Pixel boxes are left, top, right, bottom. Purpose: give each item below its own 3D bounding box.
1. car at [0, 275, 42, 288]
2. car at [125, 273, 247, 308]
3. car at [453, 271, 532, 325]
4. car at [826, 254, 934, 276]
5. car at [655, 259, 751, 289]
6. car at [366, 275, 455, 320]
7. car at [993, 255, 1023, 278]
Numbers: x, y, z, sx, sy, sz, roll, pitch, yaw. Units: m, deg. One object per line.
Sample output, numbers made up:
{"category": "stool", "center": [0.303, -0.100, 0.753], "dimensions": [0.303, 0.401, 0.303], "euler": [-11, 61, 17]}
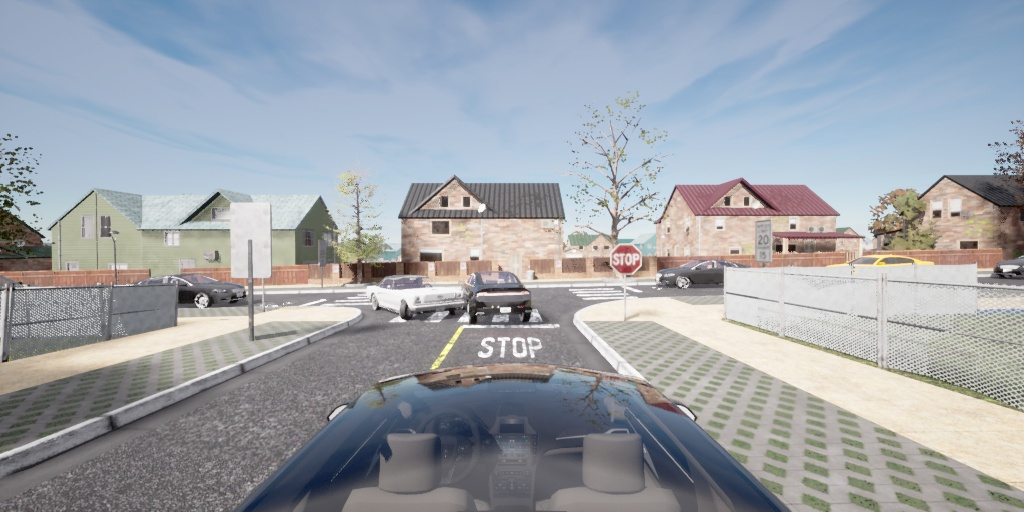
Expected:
{"category": "car", "center": [-24.236, 1.648, 16.340], "dimensions": [4.553, 1.767, 2.097], "euler": [-1, 1, 0]}
{"category": "car", "center": [-14.899, 1.566, 16.378], "dimensions": [4.902, 1.511, 2.128], "euler": [-1, 1, 0]}
{"category": "car", "center": [-0.683, 1.242, 12.020], "dimensions": [2.128, 1.511, 4.902], "euler": [0, 0, -12]}
{"category": "car", "center": [19.765, 0.690, 19.460], "dimensions": [5.008, 1.535, 1.882], "euler": [-1, 1, -1]}
{"category": "car", "center": [10.335, 0.926, 19.426], "dimensions": [4.902, 1.511, 2.128], "euler": [-1, 1, 0]}
{"category": "car", "center": [-3.600, 1.368, 12.880], "dimensions": [1.895, 1.301, 4.718], "euler": [0, 0, -38]}
{"category": "car", "center": [29.390, 0.478, 19.494], "dimensions": [4.902, 1.511, 2.128], "euler": [-1, 1, 0]}
